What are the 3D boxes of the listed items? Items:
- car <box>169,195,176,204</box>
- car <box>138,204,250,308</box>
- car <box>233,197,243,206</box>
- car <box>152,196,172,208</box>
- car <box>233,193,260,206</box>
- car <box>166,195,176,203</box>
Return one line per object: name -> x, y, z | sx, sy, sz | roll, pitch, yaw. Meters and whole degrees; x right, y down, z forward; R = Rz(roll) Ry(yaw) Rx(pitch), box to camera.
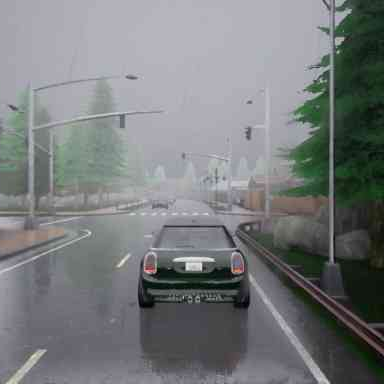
car -> -4.207, 1.563, 56.057 | 1.895, 1.301, 4.718 | 0, 0, 0
car -> 0.053, 1.351, 8.066 | 2.097, 1.767, 4.553 | 0, 0, 1
car -> 8.791, 1.137, 48.802 | 4.605, 1.855, 1.932 | 0, 0, -1
car -> -4.101, 1.528, 43.767 | 1.994, 1.385, 4.181 | 0, 0, -1
car -> 8.374, 1.138, 51.312 | 3.866, 1.878, 1.905 | 0, 0, -1
car -> -4.325, 1.437, 69.909 | 1.882, 1.535, 5.008 | 0, 0, -1
